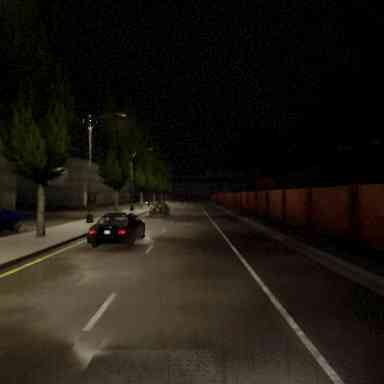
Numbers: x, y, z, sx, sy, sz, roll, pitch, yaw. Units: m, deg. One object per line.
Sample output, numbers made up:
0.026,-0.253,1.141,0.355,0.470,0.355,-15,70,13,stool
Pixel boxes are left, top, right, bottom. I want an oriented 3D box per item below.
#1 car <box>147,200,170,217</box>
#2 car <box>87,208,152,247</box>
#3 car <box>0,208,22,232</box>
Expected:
-3.404,1.867,35.586,2.033,1.411,5.357,0,-1,0,car
-3.402,1.690,15.843,2.033,1.411,5.357,0,-1,0,car
-11.598,1.647,18.757,1.882,1.535,5.008,0,-1,0,car
